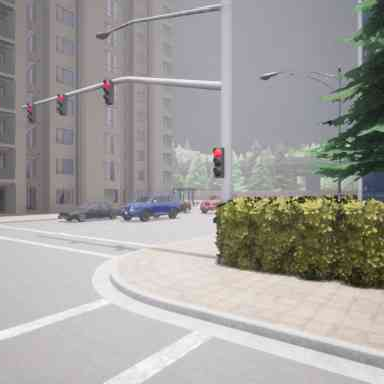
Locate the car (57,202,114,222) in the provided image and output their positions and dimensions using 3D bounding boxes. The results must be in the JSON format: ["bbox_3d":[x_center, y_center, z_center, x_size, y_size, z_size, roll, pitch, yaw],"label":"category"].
[{"bbox_3d":[-7.875,1.547,26.554,2.033,1.411,5.357,0,0,36],"label":"car"}]

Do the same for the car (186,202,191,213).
[{"bbox_3d":[-2.071,1.478,34.462,1.882,1.535,5.008,0,0,36],"label":"car"}]

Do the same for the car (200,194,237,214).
[{"bbox_3d":[3.091,1.221,35.573,2.150,2.045,5.566,0,0,36],"label":"car"}]

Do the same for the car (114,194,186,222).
[{"bbox_3d":[-3.254,1.221,26.939,2.150,2.045,5.566,0,0,36],"label":"car"}]
